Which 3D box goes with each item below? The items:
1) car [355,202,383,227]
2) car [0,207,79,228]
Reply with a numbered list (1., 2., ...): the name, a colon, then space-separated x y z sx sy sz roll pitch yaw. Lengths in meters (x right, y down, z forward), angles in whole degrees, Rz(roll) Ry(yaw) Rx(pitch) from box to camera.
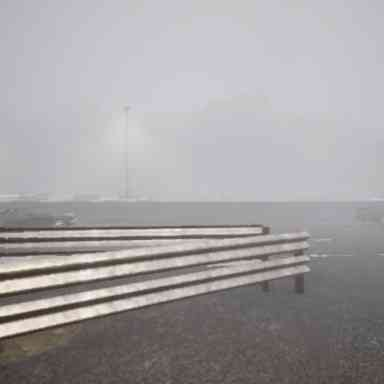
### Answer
1. car: 13.122 1.419 21.640 4.902 1.511 2.128 0 0 -10
2. car: -8.579 1.442 17.751 4.718 1.301 1.895 0 0 -10
